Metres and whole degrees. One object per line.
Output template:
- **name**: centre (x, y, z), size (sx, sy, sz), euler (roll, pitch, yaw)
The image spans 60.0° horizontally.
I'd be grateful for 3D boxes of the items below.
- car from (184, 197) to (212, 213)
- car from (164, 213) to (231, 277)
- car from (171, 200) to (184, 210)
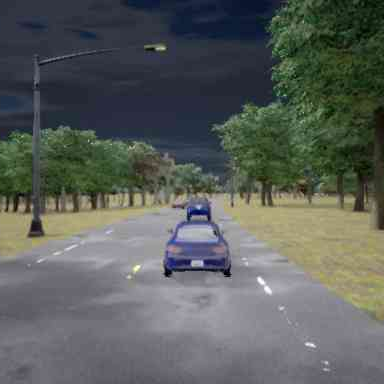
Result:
- **car**: centre (0.654, 1.485, 30.998), size (2.150, 2.045, 5.566), euler (0, -1, 2)
- **car**: centre (0.169, 1.615, 10.489), size (1.812, 1.442, 4.674), euler (0, -1, 1)
- **car**: centre (-2.053, 1.941, 51.643), size (1.882, 1.535, 5.008), euler (0, -1, 4)
